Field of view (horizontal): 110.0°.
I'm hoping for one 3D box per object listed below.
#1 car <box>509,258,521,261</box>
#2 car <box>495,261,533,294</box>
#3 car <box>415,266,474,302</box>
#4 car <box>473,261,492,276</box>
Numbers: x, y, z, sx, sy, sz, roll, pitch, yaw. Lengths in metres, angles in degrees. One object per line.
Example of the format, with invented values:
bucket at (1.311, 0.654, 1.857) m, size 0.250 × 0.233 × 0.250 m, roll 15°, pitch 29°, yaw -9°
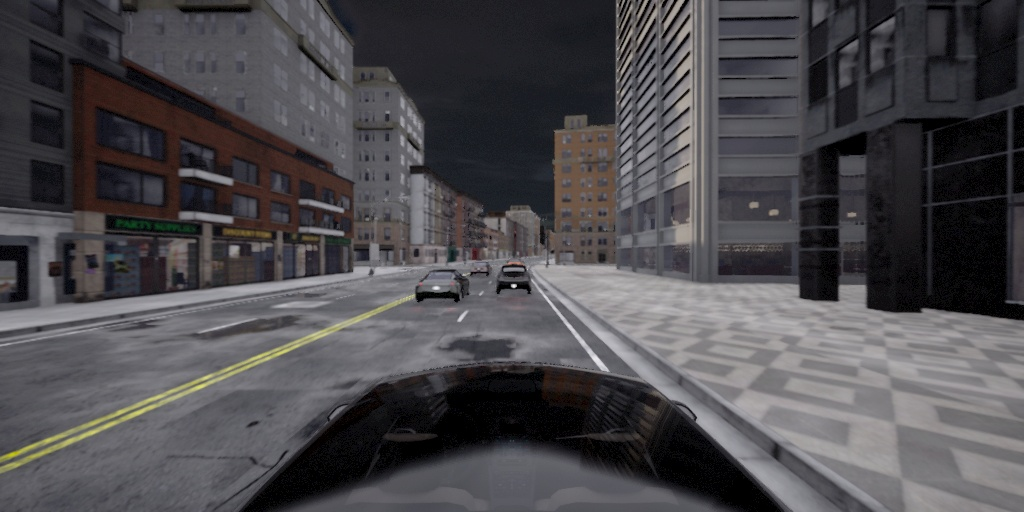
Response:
car at (0.405, 1.017, 43.008) m, size 2.097 × 1.767 × 4.553 m, roll 0°, pitch 0°, yaw 2°
car at (0.097, 1.241, 20.366) m, size 1.837 × 1.490 × 4.892 m, roll 0°, pitch 0°, yaw 0°
car at (-3.151, 1.304, 16.937) m, size 1.994 × 1.385 × 4.181 m, roll 0°, pitch 0°, yaw 0°
car at (-3.049, 1.241, 36.146) m, size 2.033 × 1.411 × 5.357 m, roll 0°, pitch 0°, yaw 1°
